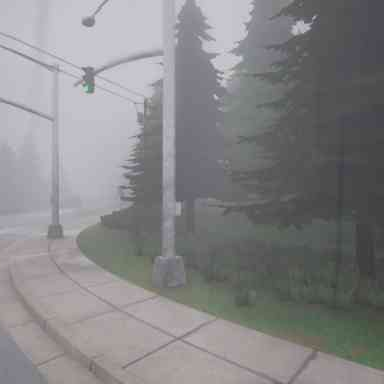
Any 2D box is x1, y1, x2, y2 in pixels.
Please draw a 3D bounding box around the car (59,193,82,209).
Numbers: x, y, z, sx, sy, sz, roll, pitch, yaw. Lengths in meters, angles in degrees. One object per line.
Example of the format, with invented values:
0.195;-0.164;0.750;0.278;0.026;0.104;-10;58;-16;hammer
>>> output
-16.623;1.204;45.469;2.150;2.045;5.566;0;0;-4;car
